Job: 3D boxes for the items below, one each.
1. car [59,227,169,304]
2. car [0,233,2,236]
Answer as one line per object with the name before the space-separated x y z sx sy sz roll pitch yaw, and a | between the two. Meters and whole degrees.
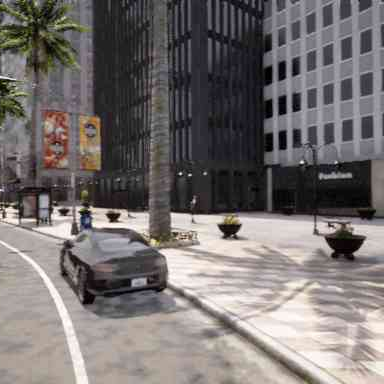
car | -2.169 1.629 8.505 1.812 1.442 4.674 0 -1 -30
car | -6.779 1.657 9.669 1.837 1.490 4.892 0 -1 -33
